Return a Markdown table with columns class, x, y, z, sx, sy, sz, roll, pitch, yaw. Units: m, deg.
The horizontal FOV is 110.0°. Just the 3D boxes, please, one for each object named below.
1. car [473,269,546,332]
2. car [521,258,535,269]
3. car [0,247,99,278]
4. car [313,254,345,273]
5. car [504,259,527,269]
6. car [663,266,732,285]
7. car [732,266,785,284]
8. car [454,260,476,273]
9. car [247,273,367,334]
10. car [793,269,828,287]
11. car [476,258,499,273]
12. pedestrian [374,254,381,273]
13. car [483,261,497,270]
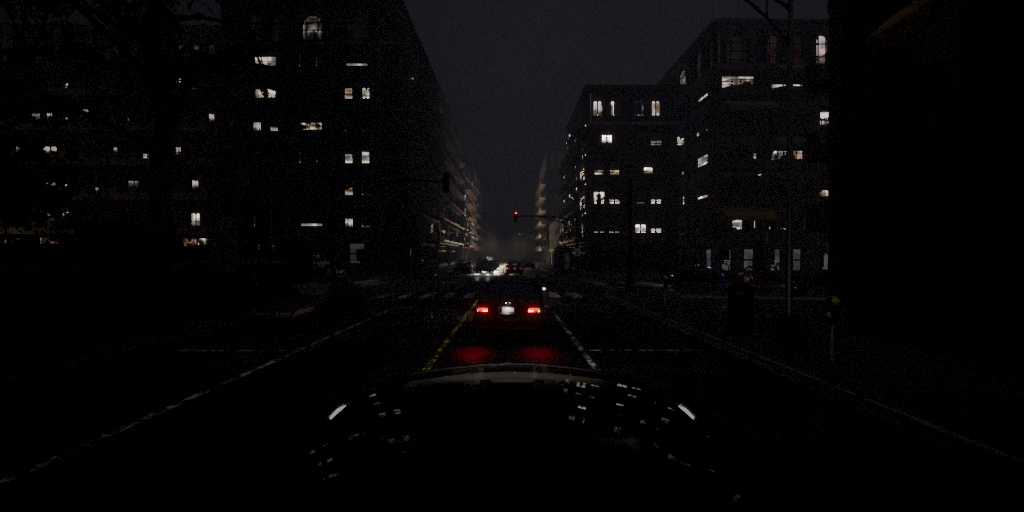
| class | x | y | z | sx | sy | sz | roll | pitch | yaw |
| --- | --- | --- | --- | --- | --- | --- | --- | --- | --- |
| car | 0.052 | 1.297 | 10.826 | 2.033 | 1.411 | 5.357 | 0 | 0 | 3 |
| car | 2.536 | 1.299 | 54.320 | 2.007 | 1.370 | 4.403 | 0 | 0 | 0 |
| car | -32.836 | 0.424 | 24.960 | 5.566 | 2.045 | 2.150 | 1 | 0 | -1 |
| car | -14.868 | 0.744 | 25.296 | 5.566 | 2.045 | 2.150 | 1 | 0 | -2 |
| car | 0.189 | 1.296 | 38.662 | 2.033 | 1.411 | 5.357 | 0 | 0 | -1 |
| car | 14.598 | 1.552 | 28.877 | 4.674 | 1.442 | 1.812 | 1 | 0 | -1 |
| car | 21.293 | 1.571 | 31.541 | 4.097 | 1.591 | 1.967 | 0 | 0 | -1 |
| car | -5.810 | 1.188 | 43.023 | 1.967 | 1.591 | 4.097 | 0 | 0 | 0 |
| car | -5.713 | 1.331 | 10.613 | 1.802 | 1.307 | 4.207 | 0 | 0 | 0 |
| car | 24.905 | 1.810 | 29.033 | 4.718 | 1.301 | 1.895 | 1 | 0 | -1 |
| car | -3.191 | 1.296 | 43.301 | 2.033 | 1.411 | 5.357 | 0 | 0 | 4 |
| pedestrian | -12.807 | 0.652 | 33.995 | 0.375 | 1.860 | 0.375 | 0 | -1 | -1 |
| car | -3.231 | 1.349 | 53.251 | 1.895 | 1.301 | 4.718 | 0 | 0 | 0 |
